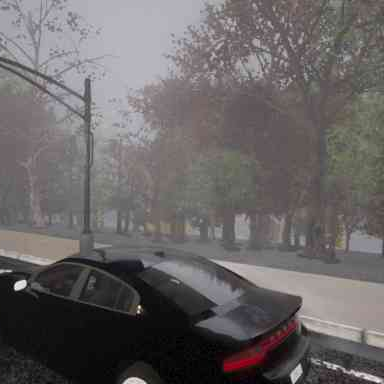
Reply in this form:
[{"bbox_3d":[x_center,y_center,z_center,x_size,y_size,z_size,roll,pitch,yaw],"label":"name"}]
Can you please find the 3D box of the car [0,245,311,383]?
[{"bbox_3d":[-1.046,1.477,4.488,5.008,1.535,1.882,0,0,36],"label":"car"}]
